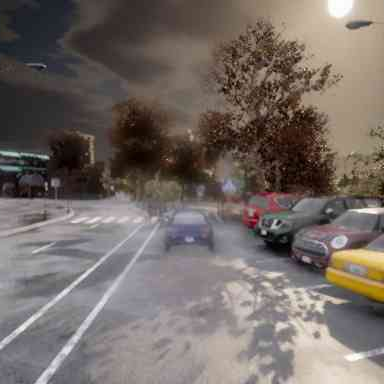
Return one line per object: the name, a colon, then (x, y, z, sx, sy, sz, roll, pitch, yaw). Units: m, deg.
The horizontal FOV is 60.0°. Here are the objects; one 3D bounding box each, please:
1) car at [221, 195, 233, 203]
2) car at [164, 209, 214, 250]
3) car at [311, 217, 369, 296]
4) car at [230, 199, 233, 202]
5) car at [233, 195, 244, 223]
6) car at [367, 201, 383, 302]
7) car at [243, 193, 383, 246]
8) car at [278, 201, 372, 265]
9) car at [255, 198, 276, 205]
car: (10.427, 1.947, 88.890, 5.566, 2.045, 2.150, 0, 1, 30)
car: (-0.119, 1.411, 13.656, 1.812, 1.442, 4.674, 0, 1, -1)
car: (5.457, 1.454, 7.138, 5.366, 1.575, 1.946, 1, 0, -21)
car: (5.046, 1.310, 18.949, 4.892, 1.521, 2.231, 0, 1, -22)
car: (5.155, 1.096, 15.987, 5.566, 2.045, 2.435, 0, 1, -22)
car: (5.293, 1.225, 4.070, 5.566, 2.045, 2.435, 1, 1, -21)
car: (5.169, 1.134, 12.985, 5.566, 2.045, 2.435, 1, 1, -21)
car: (5.275, 1.298, 10.042, 4.553, 1.767, 2.185, 1, 1, -21)
car: (17.663, 2.275, 80.259, 1.882, 1.535, 5.008, 0, 1, -30)
